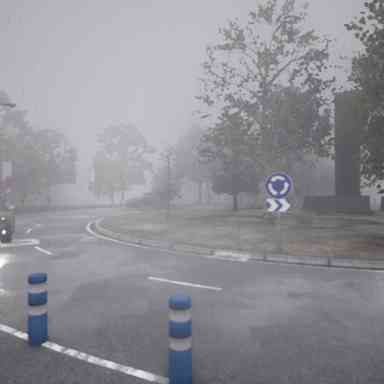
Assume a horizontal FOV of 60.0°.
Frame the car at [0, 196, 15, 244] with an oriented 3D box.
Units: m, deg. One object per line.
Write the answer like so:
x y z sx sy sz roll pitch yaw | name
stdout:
-9.659 1.220 15.597 2.150 2.045 5.566 -1 0 -26 | car

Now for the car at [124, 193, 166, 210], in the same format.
-5.808 1.120 42.056 5.566 2.045 2.150 -1 0 -44 | car
